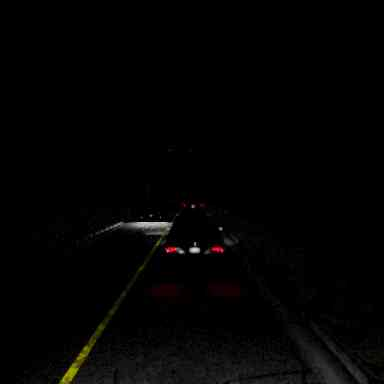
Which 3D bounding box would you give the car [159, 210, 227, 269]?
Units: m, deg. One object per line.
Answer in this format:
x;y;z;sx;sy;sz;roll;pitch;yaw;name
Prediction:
0.082;1.557;11.124;2.033;1.411;5.357;0;0;0;car

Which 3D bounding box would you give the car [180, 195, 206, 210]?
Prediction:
0.091;1.280;29.725;2.150;2.045;5.566;0;0;0;car

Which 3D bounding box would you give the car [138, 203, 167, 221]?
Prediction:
-3.099;1.613;27.088;1.994;1.385;4.181;0;0;0;car
